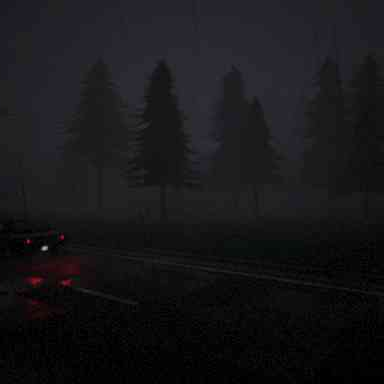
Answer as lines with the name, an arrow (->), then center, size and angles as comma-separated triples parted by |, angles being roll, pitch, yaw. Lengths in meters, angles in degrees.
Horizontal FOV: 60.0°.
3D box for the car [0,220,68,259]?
car -> -7.099, 1.755, 13.220 | 4.718, 1.301, 1.895 | -1, 0, 35
